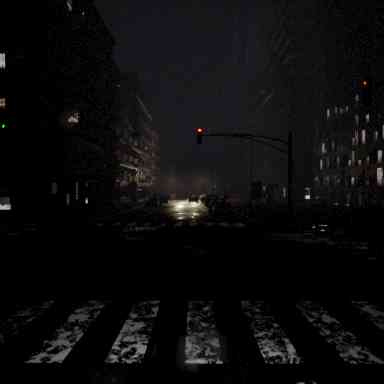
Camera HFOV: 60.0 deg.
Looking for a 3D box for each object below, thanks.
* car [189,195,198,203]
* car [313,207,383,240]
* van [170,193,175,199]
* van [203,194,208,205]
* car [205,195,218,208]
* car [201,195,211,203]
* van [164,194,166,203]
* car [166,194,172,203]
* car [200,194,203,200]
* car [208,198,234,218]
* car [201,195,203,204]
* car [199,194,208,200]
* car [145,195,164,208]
[{"bbox_3d":[0.318,1.406,68.960,2.128,1.511,4.902,0,0,0],"label":"car"},{"bbox_3d":[8.436,1.511,16.137,4.892,1.490,1.837,0,1,6],"label":"car"},{"bbox_3d":[-5.466,1.242,75.186,1.690,1.788,3.998,-1,0,0],"label":"van"},{"bbox_3d":[2.791,1.295,46.961,1.690,1.788,3.998,-1,0,0],"label":"van"},{"bbox_3d":[2.756,1.410,35.669,1.967,1.590,4.097,-1,0,0],"label":"car"},{"bbox_3d":[2.870,1.353,69.544,1.967,1.590,4.097,-1,0,0],"label":"car"},{"bbox_3d":[-5.539,1.286,52.601,1.690,1.788,3.998,-1,0,0],"label":"van"},{"bbox_3d":[-5.500,1.470,63.892,1.887,1.381,4.507,-1,0,0],"label":"car"},{"bbox_3d":[2.846,1.365,63.898,1.967,1.590,4.097,-1,0,0],"label":"car"},{"bbox_3d":[2.739,1.522,30.024,1.887,1.381,4.507,-1,0,0],"label":"car"},{"bbox_3d":[2.811,1.490,52.607,1.887,1.381,4.507,-1,0,0],"label":"car"},{"bbox_3d":[2.955,1.313,86.482,1.967,1.590,4.097,-1,0,0],"label":"car"},{"bbox_3d":[-5.554,1.520,46.955,1.947,1.339,4.313,-1,0,0],"label":"car"}]
